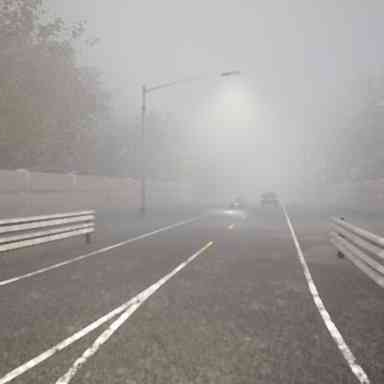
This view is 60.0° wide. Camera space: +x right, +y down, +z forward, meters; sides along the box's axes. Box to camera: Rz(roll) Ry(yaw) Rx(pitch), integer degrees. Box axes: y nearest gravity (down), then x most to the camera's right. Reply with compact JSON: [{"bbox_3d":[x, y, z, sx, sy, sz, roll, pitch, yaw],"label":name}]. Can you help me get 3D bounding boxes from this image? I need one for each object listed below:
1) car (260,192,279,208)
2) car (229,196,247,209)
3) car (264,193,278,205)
[{"bbox_3d":[10.025,0.972,42.975,2.150,2.045,5.566,1,0,14],"label":"car"},{"bbox_3d":[5.601,1.226,40.173,2.128,1.511,4.902,1,1,14],"label":"car"},{"bbox_3d":[12.561,1.028,52.928,2.097,1.767,4.553,0,1,14],"label":"car"}]
